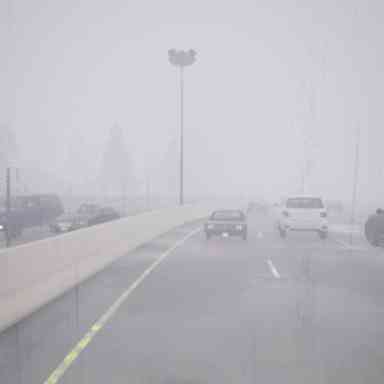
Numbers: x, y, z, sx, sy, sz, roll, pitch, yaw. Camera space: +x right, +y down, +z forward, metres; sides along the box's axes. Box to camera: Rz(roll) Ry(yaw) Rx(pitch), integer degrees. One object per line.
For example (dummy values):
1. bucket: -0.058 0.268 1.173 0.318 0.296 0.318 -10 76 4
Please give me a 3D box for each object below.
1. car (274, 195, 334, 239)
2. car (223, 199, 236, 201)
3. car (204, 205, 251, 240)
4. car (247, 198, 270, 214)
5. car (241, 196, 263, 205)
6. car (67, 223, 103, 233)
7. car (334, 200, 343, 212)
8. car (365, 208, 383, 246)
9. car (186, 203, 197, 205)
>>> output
1. car: 5.549 1.159 17.325 2.150 2.045 5.566 0 0 11
2. car: 6.791 1.301 56.957 2.033 1.411 5.357 0 0 33
3. car: 1.820 1.529 16.461 1.895 1.301 4.718 0 0 10
4. car: 6.704 1.391 33.450 1.812 1.442 4.674 0 0 21
5. car: 10.028 1.336 55.396 1.994 1.385 4.181 0 0 34
6. car: -5.291 1.389 17.282 2.128 1.511 4.902 0 0 11
7. car: 15.451 1.486 36.254 1.895 1.301 4.718 0 0 25
8. car: 8.102 1.196 11.713 2.150 2.045 5.566 0 0 8
9. car: -0.591 1.278 51.305 1.812 1.442 4.674 0 0 29
